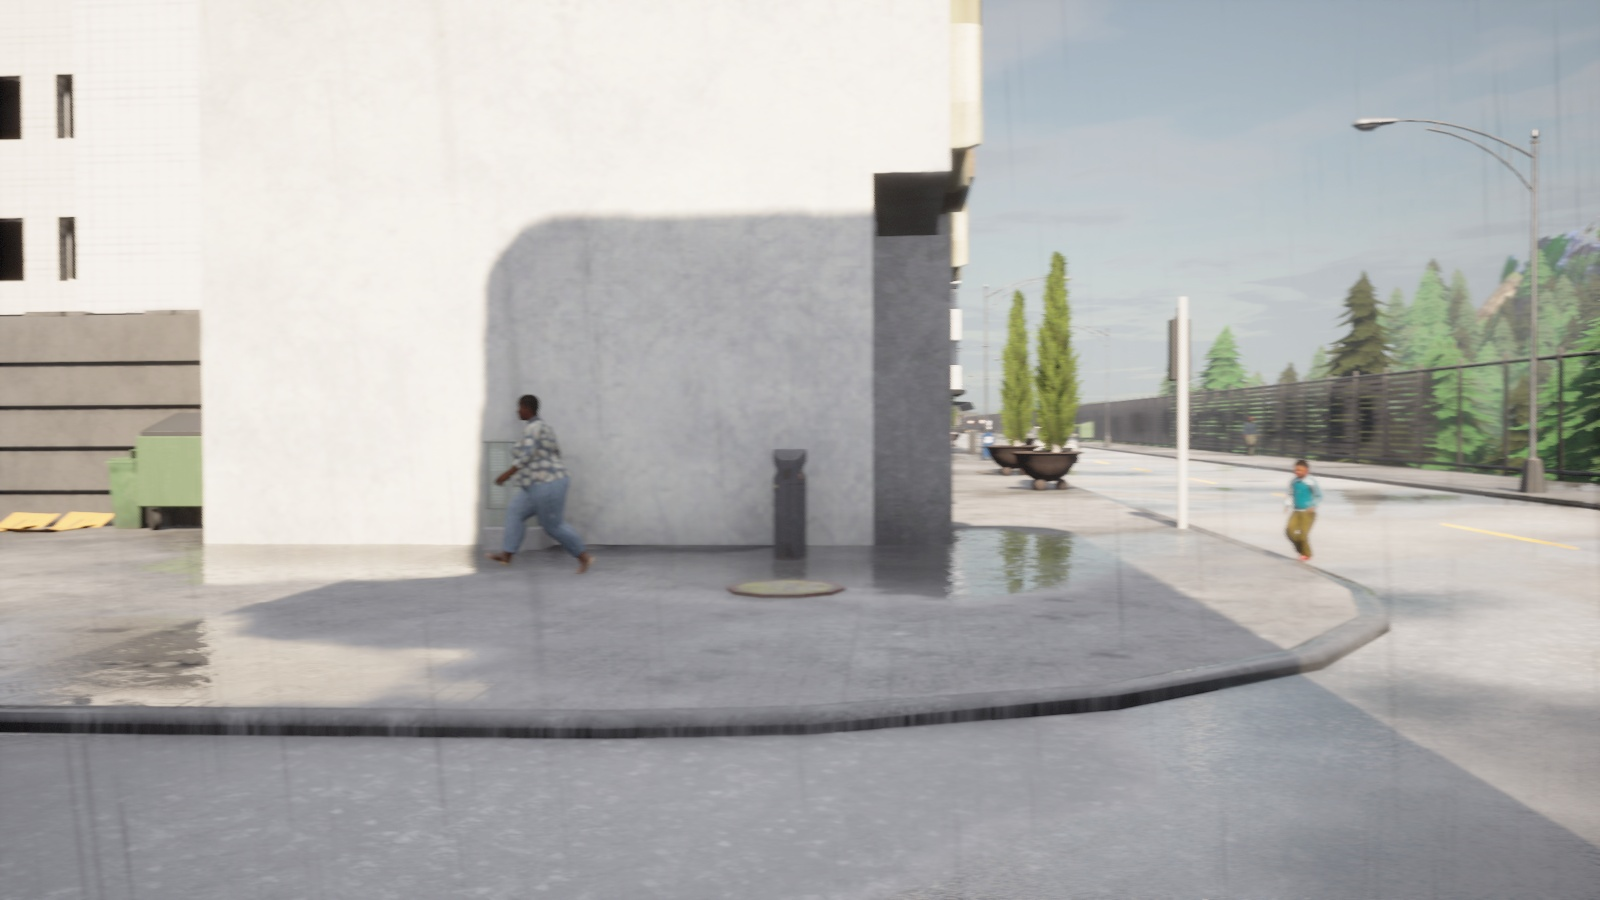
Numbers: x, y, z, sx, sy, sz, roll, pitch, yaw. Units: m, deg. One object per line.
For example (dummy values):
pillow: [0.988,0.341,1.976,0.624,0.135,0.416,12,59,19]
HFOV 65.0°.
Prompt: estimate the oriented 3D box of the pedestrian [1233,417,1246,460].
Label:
pedestrian: [19.257,-0.508,55.013,0.370,1.835,0.726,0,1,6]

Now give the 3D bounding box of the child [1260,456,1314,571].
child: [5.189,0.662,13.375,0.448,1.192,0.343,-1,1,-39]

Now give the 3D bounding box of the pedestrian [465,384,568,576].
pedestrian: [-2.828,0.286,12.602,0.900,1.855,0.874,0,1,-6]

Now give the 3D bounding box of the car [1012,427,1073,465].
car: [9.779,-0.194,50.935,1.970,1.475,3.806,0,1,4]
